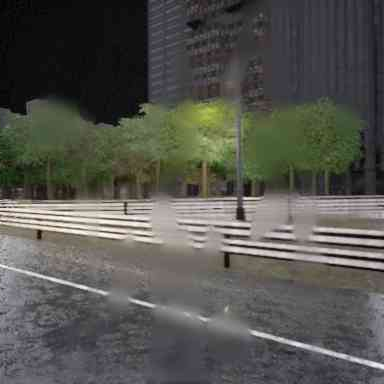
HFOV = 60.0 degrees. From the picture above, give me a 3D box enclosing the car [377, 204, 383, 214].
[{"bbox_3d":[16.696,1.021,25.988,4.181,1.385,1.994,-1,0,-4],"label":"car"}]
